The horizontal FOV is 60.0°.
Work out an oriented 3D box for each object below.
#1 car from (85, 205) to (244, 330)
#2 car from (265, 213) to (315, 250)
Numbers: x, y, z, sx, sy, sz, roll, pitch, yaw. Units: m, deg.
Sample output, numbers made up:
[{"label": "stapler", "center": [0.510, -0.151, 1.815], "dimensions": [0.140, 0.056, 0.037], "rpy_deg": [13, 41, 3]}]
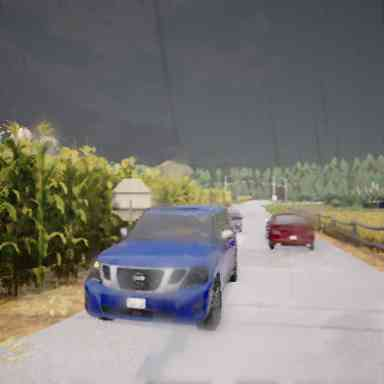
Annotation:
[{"label": "car", "center": [-0.195, 1.345, 7.655], "dimensions": [2.150, 2.045, 5.566], "rpy_deg": [0, -1, 13]}, {"label": "car", "center": [4.584, 1.743, 15.923], "dimensions": [1.882, 1.535, 5.008], "rpy_deg": [0, -1, 10]}]
